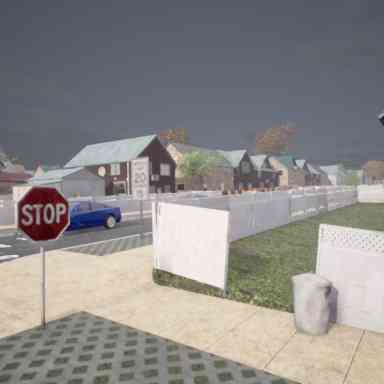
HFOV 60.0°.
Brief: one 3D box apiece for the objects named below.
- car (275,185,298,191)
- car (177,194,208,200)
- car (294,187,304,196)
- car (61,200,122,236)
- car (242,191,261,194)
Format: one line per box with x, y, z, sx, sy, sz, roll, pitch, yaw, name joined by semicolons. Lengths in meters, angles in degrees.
11.722;0.122;41.266;2.150;2.045;5.566;-1;1;36;car
-0.067;0.925;24.573;1.882;1.535;5.008;-1;1;35;car
14.530;0.366;40.231;2.033;1.411;5.357;-1;1;36;car
-5.741;1.191;16.442;1.882;1.535;5.008;-1;1;34;car
5.753;0.654;32.833;1.882;1.535;5.008;-1;1;35;car
